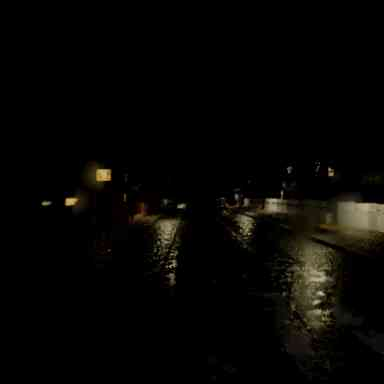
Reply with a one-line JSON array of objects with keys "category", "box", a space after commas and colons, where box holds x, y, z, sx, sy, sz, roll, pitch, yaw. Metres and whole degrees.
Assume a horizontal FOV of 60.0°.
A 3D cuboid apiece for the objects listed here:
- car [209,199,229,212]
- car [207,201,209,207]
[{"category": "car", "box": [3.739, 1.828, 43.780, 2.033, 1.411, 5.357, -1, -1, 0]}, {"category": "car", "box": [3.697, 1.914, 56.476, 2.128, 1.511, 4.902, -1, -1, 0]}]
